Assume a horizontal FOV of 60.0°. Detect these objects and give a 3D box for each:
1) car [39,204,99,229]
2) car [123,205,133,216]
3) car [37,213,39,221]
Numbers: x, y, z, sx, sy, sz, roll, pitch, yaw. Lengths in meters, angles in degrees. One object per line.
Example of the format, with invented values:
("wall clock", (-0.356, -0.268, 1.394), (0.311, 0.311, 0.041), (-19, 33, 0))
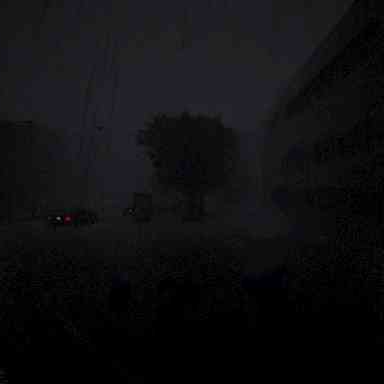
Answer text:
("car", (-8.451, 1.820, 23.952), (2.033, 1.411, 5.357), (1, -1, 4))
("car", (-7.361, 2.302, 42.307), (1.994, 1.385, 4.181), (2, -1, 3))
("car", (-11.799, 1.828, 29.411), (1.812, 1.442, 4.674), (2, -1, 3))
